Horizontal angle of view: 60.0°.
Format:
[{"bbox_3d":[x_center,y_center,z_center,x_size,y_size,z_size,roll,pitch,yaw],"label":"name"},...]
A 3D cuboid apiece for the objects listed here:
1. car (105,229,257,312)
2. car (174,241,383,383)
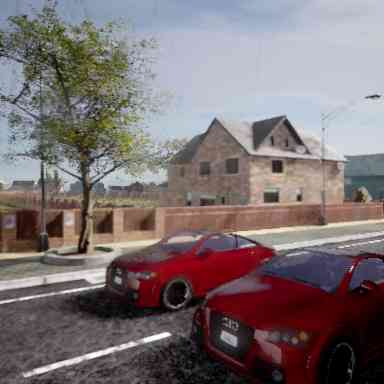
[{"bbox_3d":[0.158,1.588,7.790,4.181,1.385,1.994,0,0,-35],"label":"car"},{"bbox_3d":[2.068,1.588,5.160,4.181,1.385,1.994,0,0,-36],"label":"car"}]
